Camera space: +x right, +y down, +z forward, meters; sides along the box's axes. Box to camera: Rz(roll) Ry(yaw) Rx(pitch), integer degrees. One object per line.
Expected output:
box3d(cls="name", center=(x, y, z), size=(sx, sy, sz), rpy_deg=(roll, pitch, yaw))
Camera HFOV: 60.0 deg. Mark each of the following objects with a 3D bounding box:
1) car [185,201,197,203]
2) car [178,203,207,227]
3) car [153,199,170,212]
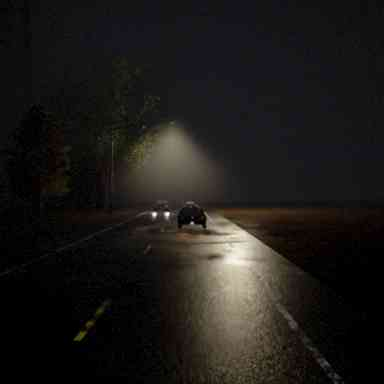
box3d(cls="car", center=(-0.224, 1.775, 41.335), size=(1.994, 1.385, 4.181), rpy_deg=(0, 0, -1))
box3d(cls="car", center=(-0.011, 1.718, 23.520), size=(1.895, 1.301, 4.718), rpy_deg=(0, 0, 0))
box3d(cls="car", center=(-3.837, 1.696, 42.545), size=(1.882, 1.535, 5.008), rpy_deg=(0, -1, -1))
